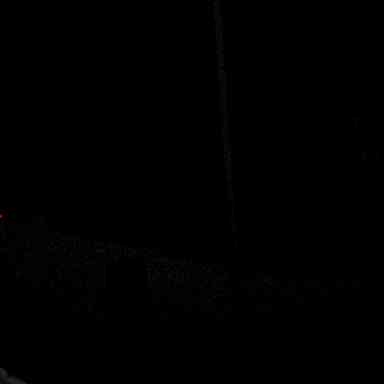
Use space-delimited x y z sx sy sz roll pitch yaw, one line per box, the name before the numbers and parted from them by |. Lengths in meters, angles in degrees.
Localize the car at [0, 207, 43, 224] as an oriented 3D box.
car | -14.142 1.835 26.722 1.895 1.301 4.718 -4 0 10
